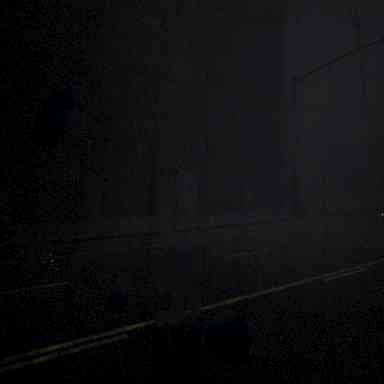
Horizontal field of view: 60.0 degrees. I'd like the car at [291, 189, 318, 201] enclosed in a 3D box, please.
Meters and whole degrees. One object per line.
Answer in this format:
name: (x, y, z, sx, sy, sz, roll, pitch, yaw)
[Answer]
car: (13.866, 0.355, 41.351, 3.806, 1.475, 1.970, -3, 2, -35)
